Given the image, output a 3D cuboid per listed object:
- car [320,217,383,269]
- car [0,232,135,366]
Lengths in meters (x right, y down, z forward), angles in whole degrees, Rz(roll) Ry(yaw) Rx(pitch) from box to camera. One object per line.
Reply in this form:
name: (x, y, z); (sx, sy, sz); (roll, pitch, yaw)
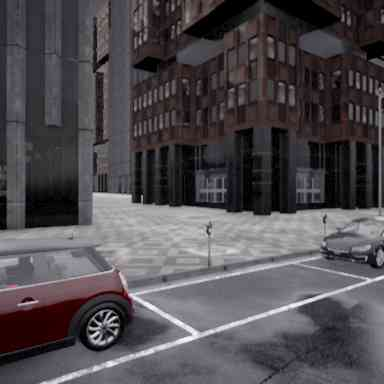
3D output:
car: (6.014, 1.528, 10.980); (4.403, 1.369, 2.008); (0, 0, -36)
car: (-2.963, 1.440, 4.535); (4.097, 1.590, 1.967); (0, 0, -36)
